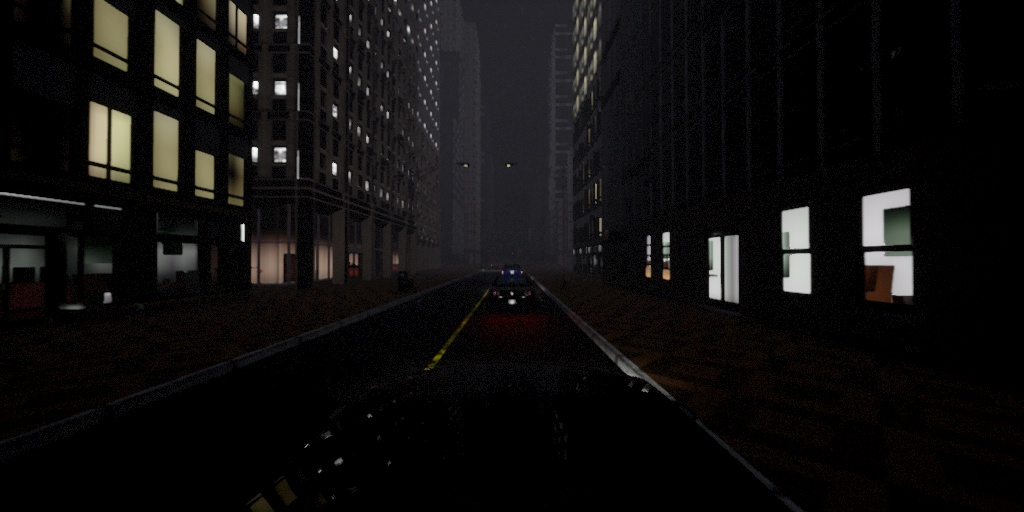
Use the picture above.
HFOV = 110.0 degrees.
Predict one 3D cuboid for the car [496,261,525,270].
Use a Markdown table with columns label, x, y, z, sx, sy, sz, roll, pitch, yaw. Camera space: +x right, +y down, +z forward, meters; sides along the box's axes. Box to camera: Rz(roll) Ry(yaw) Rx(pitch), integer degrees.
| label | x | y | z | sx | sy | sz | roll | pitch | yaw |
| --- | --- | --- | --- | --- | --- | --- | --- | --- | --- |
| car | 0.009 | 1.376 | 30.936 | 2.097 | 1.767 | 4.553 | 0 | -1 | 0 |

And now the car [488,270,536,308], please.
| label | x | y | z | sx | sy | sz | roll | pitch | yaw |
| --- | --- | --- | --- | --- | --- | --- | --- | --- | --- |
| car | 0.005 | 1.486 | 15.961 | 1.895 | 1.301 | 4.718 | 0 | -1 | 0 |
